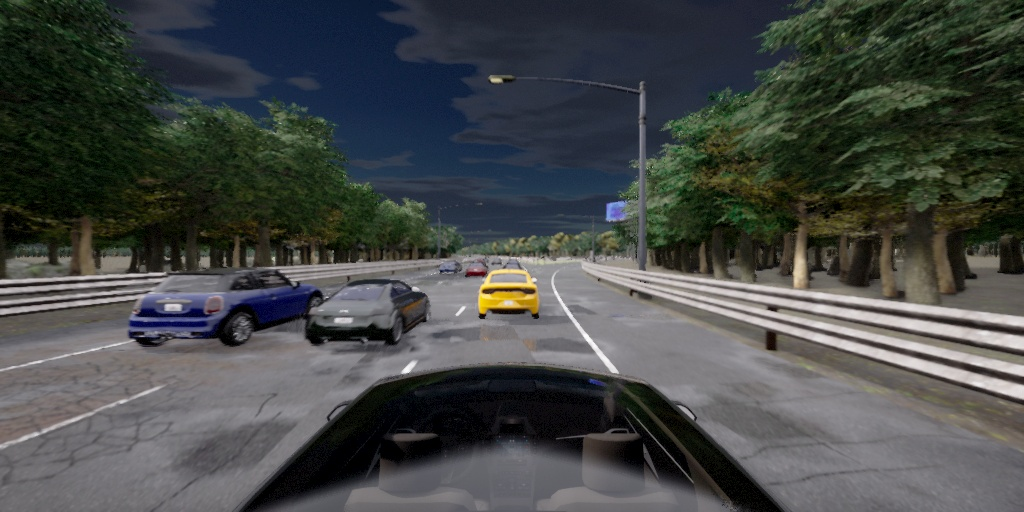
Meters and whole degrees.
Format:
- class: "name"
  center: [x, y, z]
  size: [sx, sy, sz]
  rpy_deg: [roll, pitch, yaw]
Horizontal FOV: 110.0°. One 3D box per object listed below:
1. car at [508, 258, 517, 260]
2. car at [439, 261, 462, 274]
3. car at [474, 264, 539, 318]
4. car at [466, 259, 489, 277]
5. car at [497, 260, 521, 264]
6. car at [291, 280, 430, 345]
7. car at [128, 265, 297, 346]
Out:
- class: "car"
  center: [0.202, 1.256, 48.627]
  size: [2.033, 1.411, 5.357]
  rpy_deg: [0, 0, 1]
- class: "car"
  center: [-6.807, 1.250, 40.174]
  size: [2.033, 1.411, 5.357]
  rpy_deg: [0, 0, 1]
- class: "car"
  center: [-0.100, 1.231, 13.010]
  size: [1.882, 1.535, 5.008]
  rpy_deg: [0, 0, 0]
- class: "car"
  center: [-3.346, 1.283, 35.258]
  size: [1.994, 1.385, 4.181]
  rpy_deg: [0, 0, 1]
- class: "car"
  center: [0.028, 1.300, 31.666]
  size: [1.994, 1.385, 4.181]
  rpy_deg: [0, 0, 1]
- class: "car"
  center: [-3.509, 1.310, 9.470]
  size: [1.994, 1.385, 4.181]
  rpy_deg: [0, 0, 0]
- class: "car"
  center: [-7.006, 1.090, 9.534]
  size: [2.097, 1.767, 4.553]
  rpy_deg: [0, 0, 0]
